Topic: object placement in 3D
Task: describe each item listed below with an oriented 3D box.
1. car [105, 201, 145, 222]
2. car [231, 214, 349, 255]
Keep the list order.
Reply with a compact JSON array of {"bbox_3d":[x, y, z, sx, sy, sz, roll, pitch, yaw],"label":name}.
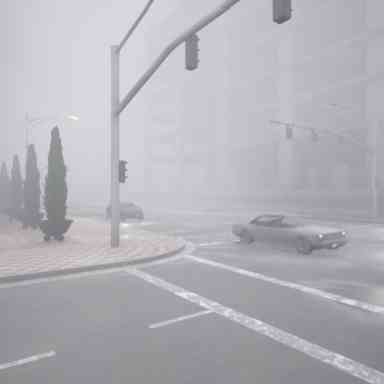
[{"bbox_3d":[-5.579,1.558,27.295,1.837,1.490,4.892,0,0,-35],"label":"car"},{"bbox_3d":[3.865,1.628,13.793,1.895,1.301,4.718,0,0,-35],"label":"car"}]
